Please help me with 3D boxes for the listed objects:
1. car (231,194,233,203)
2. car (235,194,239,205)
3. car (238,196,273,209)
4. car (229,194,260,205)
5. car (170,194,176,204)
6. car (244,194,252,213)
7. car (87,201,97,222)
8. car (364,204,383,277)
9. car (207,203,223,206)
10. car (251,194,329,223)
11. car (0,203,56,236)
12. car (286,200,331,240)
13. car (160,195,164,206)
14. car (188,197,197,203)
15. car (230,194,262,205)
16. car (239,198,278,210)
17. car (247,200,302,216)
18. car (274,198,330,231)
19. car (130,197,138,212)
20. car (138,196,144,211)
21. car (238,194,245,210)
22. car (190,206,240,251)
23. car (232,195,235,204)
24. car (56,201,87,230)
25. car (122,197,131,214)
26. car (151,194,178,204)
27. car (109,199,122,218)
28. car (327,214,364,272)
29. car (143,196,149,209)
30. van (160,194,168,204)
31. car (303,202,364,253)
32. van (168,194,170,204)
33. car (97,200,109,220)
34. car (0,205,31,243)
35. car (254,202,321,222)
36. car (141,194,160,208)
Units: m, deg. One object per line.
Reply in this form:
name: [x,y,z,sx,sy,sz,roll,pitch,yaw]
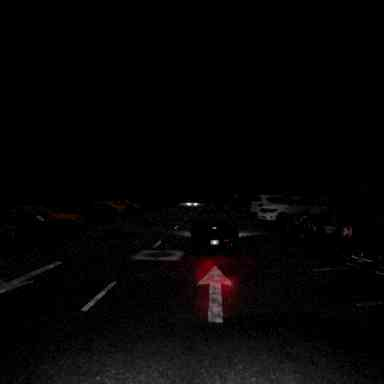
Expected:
car: [10.084,1.550,60.321,4.553,1.767,2.185,1,0,-16]
car: [8.856,1.369,42.237,5.566,2.045,2.435,1,0,-16]
car: [9.205,1.513,48.253,4.553,1.767,2.185,1,0,-16]
car: [10.482,1.442,66.367,5.566,2.045,2.435,1,0,-16]
car: [-6.618,1.422,64.729,5.566,2.045,2.435,-1,0,-16]
car: [8.043,1.330,30.174,5.566,2.045,2.435,1,0,-16]
car: [-9.437,1.546,23.380,4.892,1.521,2.231,-1,-1,-16]
car: [6.405,1.253,6.060,5.566,2.045,2.435,1,0,-16]
car: [1.990,1.651,29.283,2.033,1.411,5.357,0,0,4]
car: [7.579,1.310,24.124,5.566,2.045,2.435,1,0,-16]
car: [-9.867,1.400,17.475,4.553,1.767,2.185,-1,-1,-16]
car: [7.023,1.408,15.095,4.553,1.767,2.185,1,0,-16]
car: [-7.437,1.640,52.913,4.892,1.521,2.231,-1,0,-16]
car: [0.115,1.797,75.813,1.895,1.301,4.718,0,0,4]
car: [10.234,1.433,63.316,5.566,2.045,2.435,1,0,-16]
car: [8.997,1.659,45.235,4.792,1.488,2.163,1,0,-16]
car: [8.200,1.592,33.190,4.892,1.521,2.231,1,0,-16]
car: [7.221,1.417,18.116,4.553,1.767,2.185,1,0,-16]
car: [-8.635,1.582,35.197,5.008,1.535,2.097,-1,0,-16]
car: [-8.610,1.591,38.086,5.366,1.575,1.946,-1,0,-16]
car: [8.388,1.349,36.192,5.566,2.045,2.435,1,0,-16]
car: [0.977,1.556,14.318,1.837,1.490,4.892,0,0,4]
car: [9.648,1.659,54.286,4.892,1.521,2.231,1,0,-16]
car: [-9.460,1.530,20.491,5.366,1.575,1.946,-1,-1,-16]
car: [-9.010,1.572,32.182,5.366,1.575,1.946,-1,0,-16]
car: [-6.065,1.448,73.556,5.566,2.045,2.435,-1,0,-16]
car: [-9.032,1.563,29.281,5.008,1.535,2.097,-1,-1,-16]
car: [6.589,1.515,9.058,4.892,1.521,2.231,1,0,-16]
car: [-8.211,1.630,41.112,4.792,1.488,2.163,-1,-1,-16]
van: [-7.153,1.432,58.775,4.442,1.987,1.878,-1,0,-16]
car: [6.758,1.397,12.068,4.553,1.767,2.185,1,0,-16]
van: [-6.953,1.440,61.728,4.442,1.987,1.878,-1,0,-16]
car: [-9.260,1.584,26.324,4.792,1.488,2.163,-1,0,-16]
car: [-10.039,1.517,14.529,4.892,1.521,2.231,-1,-1,-16]
car: [7.776,1.601,27.141,4.792,1.488,2.163,1,0,-16]
car: [-7.668,1.504,49.947,4.553,1.767,2.185,-1,0,-16]
